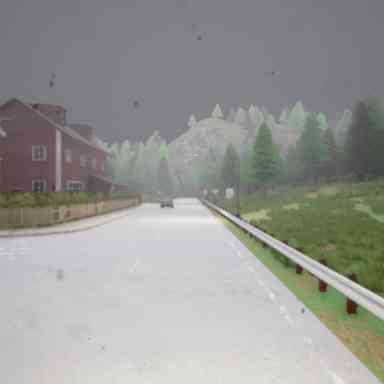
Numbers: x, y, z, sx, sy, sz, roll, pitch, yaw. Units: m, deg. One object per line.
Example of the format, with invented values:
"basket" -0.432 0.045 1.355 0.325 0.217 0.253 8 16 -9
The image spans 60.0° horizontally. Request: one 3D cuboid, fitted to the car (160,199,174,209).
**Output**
"car" -3.556 1.659 48.609 2.033 1.411 5.357 0 0 0
